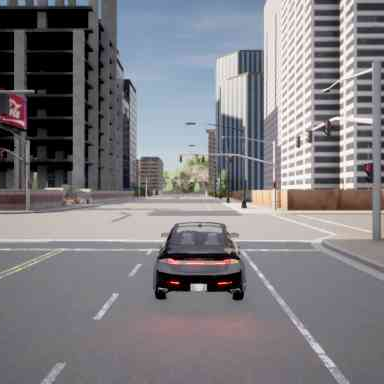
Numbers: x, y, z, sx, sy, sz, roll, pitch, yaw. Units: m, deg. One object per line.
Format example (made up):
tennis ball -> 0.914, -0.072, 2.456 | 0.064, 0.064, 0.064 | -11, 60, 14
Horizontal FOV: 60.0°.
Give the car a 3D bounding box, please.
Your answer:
car -> 0.199, 1.492, 8.365 | 2.128, 1.511, 4.902 | 0, 0, 2
